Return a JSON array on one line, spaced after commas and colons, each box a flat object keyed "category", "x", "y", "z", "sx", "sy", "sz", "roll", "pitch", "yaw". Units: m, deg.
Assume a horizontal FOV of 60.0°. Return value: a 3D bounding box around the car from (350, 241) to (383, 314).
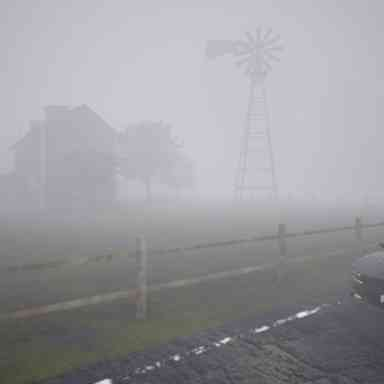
[{"category": "car", "x": 5.195, "y": 1.462, "z": 6.758, "sx": 5.008, "sy": 1.535, "sz": 1.882, "roll": 0, "pitch": 0, "yaw": -35}]
